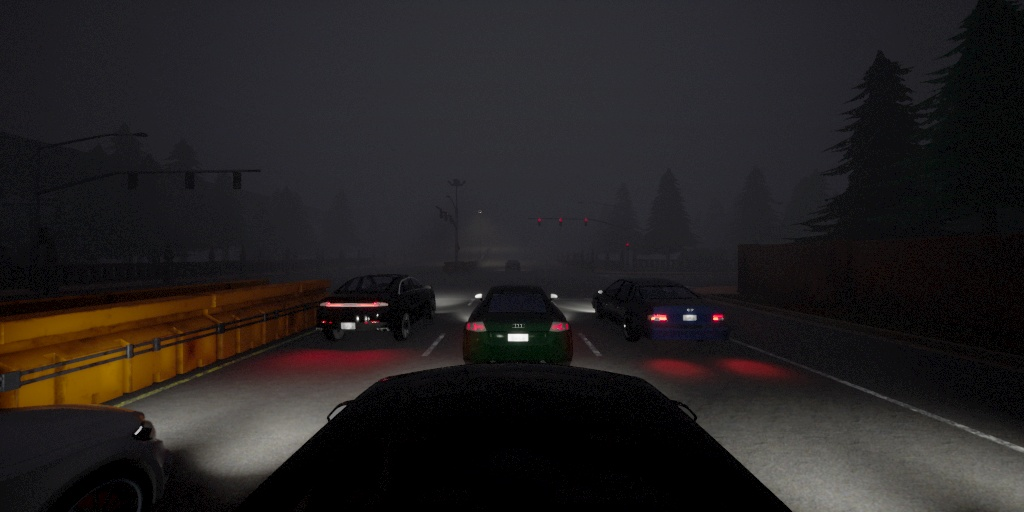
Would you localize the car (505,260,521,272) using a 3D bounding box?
[{"bbox_3d":[0.103,1.225,45.988,1.882,1.535,5.008,0,0,0],"label":"car"}]

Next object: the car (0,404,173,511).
[{"bbox_3d":[-3.403,1.276,0.632,1.812,1.442,4.674,0,0,0],"label":"car"}]

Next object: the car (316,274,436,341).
[{"bbox_3d":[-3.399,1.241,9.869,2.128,1.511,4.902,0,0,0],"label":"car"}]

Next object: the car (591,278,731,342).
[{"bbox_3d":[3.601,1.297,9.774,2.033,1.411,5.357,0,0,0],"label":"car"}]

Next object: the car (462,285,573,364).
[{"bbox_3d":[0.099,1.314,7.917,1.994,1.385,4.181,0,0,0],"label":"car"}]
